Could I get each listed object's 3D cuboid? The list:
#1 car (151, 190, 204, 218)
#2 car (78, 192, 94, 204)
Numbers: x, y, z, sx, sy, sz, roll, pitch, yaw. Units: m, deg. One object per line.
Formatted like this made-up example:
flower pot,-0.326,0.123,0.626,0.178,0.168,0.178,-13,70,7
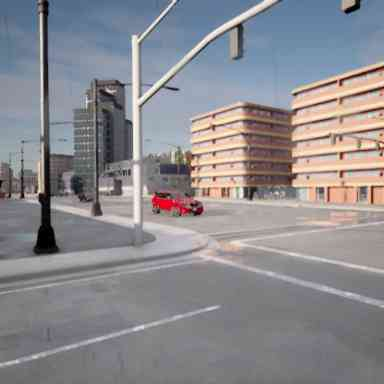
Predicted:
car,-1.329,0.906,27.118,2.150,2.045,5.566,-1,1,-34
car,-14.602,0.788,46.579,1.837,1.490,4.892,-1,1,-34
